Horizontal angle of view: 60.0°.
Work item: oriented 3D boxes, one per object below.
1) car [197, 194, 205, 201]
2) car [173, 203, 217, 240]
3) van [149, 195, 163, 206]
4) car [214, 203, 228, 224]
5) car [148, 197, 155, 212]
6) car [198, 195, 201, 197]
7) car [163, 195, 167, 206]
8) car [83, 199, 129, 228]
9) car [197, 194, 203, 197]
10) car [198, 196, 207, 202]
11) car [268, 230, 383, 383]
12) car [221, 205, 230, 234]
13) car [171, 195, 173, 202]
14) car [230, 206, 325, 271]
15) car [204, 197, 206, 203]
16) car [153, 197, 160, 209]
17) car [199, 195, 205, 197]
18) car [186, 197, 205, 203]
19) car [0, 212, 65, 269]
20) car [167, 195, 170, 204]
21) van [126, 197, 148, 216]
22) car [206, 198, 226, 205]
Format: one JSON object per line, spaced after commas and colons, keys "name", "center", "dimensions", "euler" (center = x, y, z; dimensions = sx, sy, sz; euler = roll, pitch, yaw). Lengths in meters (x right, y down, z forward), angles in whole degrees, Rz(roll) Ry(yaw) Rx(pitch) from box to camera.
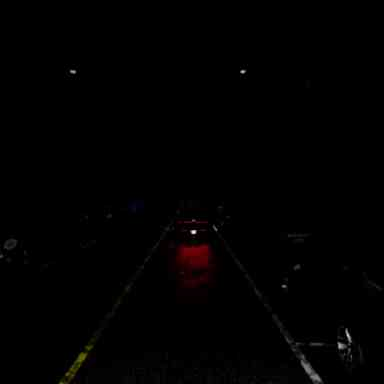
{"name": "car", "center": [2.638, 1.623, 95.520], "dimensions": [2.192, 1.841, 5.009], "euler": [0, 0, 0]}
{"name": "car", "center": [0.077, 1.555, 17.411], "dimensions": [1.837, 1.490, 4.892], "euler": [0, 0, 0]}
{"name": "van", "center": [-5.830, 1.490, 50.413], "dimensions": [1.690, 1.788, 3.998], "euler": [0, 0, 0]}
{"name": "car", "center": [2.732, 1.630, 22.249], "dimensions": [1.947, 1.339, 4.313], "euler": [0, 0, 0]}
{"name": "car", "center": [-5.815, 1.638, 38.970], "dimensions": [1.752, 1.417, 4.829], "euler": [0, 0, 0]}
{"name": "car", "center": [2.668, 1.806, 72.975], "dimensions": [1.802, 1.307, 4.206], "euler": [0, 0, 0]}
{"name": "car", "center": [-5.837, 1.608, 56.049], "dimensions": [1.967, 1.590, 4.097], "euler": [0, 0, 0]}
{"name": "car", "center": [-5.794, 1.504, 22.231], "dimensions": [1.967, 1.590, 4.097], "euler": [0, 0, 0]}
{"name": "car", "center": [2.661, 1.826, 78.612], "dimensions": [1.802, 1.307, 4.206], "euler": [0, 0, 0]}
{"name": "car", "center": [2.653, 1.705, 84.249], "dimensions": [1.967, 1.590, 4.097], "euler": [0, 0, 0]}
{"name": "car", "center": [2.753, 1.582, 5.340], "dimensions": [1.947, 1.339, 4.313], "euler": [0, 0, 0]}
{"name": "car", "center": [2.739, 1.593, 16.613], "dimensions": [1.887, 1.381, 4.507], "euler": [0, 0, 0]}
{"name": "car", "center": [-5.857, 1.790, 72.959], "dimensions": [1.947, 1.339, 4.313], "euler": [0, 0, 0]}
{"name": "car", "center": [2.745, 1.347, 10.977], "dimensions": [2.192, 1.841, 5.009], "euler": [0, 0, 0]}
{"name": "car", "center": [2.703, 1.697, 44.793], "dimensions": [1.947, 1.339, 4.313], "euler": [0, 0, 0]}
{"name": "car", "center": [-5.822, 1.682, 44.776], "dimensions": [2.008, 1.369, 4.403], "euler": [0, 0, 0]}
{"name": "car", "center": [2.682, 1.769, 61.703], "dimensions": [1.802, 1.307, 4.206], "euler": [0, 0, 0]}
{"name": "car", "center": [0.055, 1.579, 35.312], "dimensions": [1.882, 1.535, 5.008], "euler": [0, 0, 0]}
{"name": "car", "center": [-5.780, 1.472, 10.957], "dimensions": [1.967, 1.590, 4.097], "euler": [0, 0, 0]}
{"name": "car", "center": [-5.844, 1.502, 61.687], "dimensions": [2.192, 1.841, 5.009], "euler": [0, 0, 0]}
{"name": "van", "center": [-5.808, 1.437, 33.504], "dimensions": [1.690, 1.788, 3.998], "euler": [0, 0, 0]}
{"name": "car", "center": [2.717, 1.537, 33.521], "dimensions": [1.967, 1.590, 4.097], "euler": [0, 0, 0]}
